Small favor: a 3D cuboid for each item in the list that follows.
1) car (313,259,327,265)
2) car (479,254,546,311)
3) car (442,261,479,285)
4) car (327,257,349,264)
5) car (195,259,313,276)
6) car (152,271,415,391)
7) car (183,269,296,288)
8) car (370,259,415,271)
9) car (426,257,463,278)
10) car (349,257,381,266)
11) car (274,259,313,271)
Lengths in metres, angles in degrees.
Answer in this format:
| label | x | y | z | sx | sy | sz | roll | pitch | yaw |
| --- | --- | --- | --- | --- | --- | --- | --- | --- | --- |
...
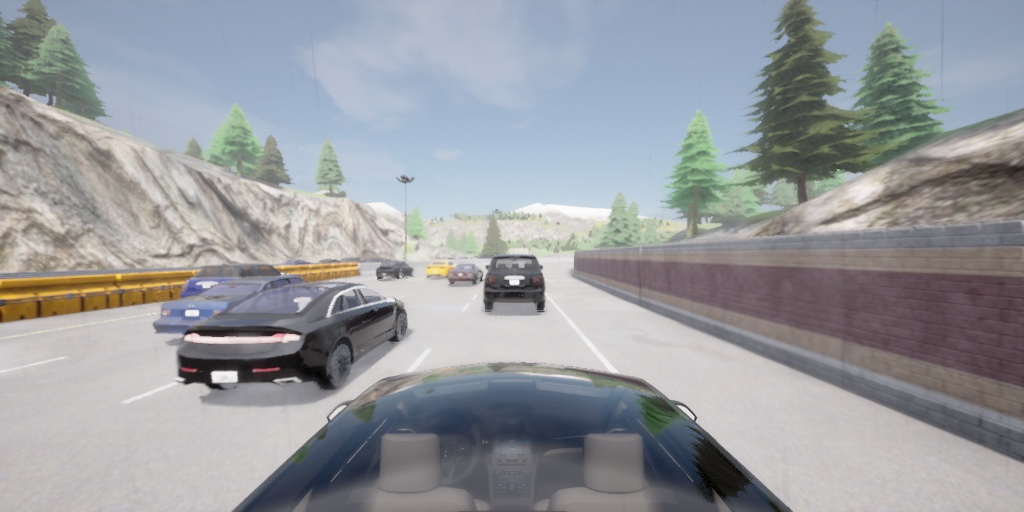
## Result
| label | x | y | z | sx | sy | sz | roll | pitch | yaw |
| --- | --- | --- | --- | --- | --- | --- | --- | --- | --- |
| car | -24.977 | 1.125 | 48.558 | 1.837 | 1.490 | 4.892 | 0 | 0 | 12 |
| car | 0.094 | 0.937 | 14.289 | 2.150 | 2.045 | 5.566 | 0 | 0 | 0 |
| car | -3.143 | 1.231 | 25.335 | 2.033 | 1.411 | 5.357 | 0 | 0 | 3 |
| car | -21.654 | 0.973 | 47.404 | 2.097 | 1.767 | 4.553 | 0 | 0 | 11 |
| car | -10.406 | 1.067 | 14.358 | 2.097 | 1.767 | 4.553 | 0 | 0 | 0 |
| car | -3.439 | 1.229 | 6.733 | 2.128 | 1.511 | 4.902 | 0 | 0 | 0 |
| car | -6.922 | 1.274 | 10.283 | 2.033 | 1.411 | 5.357 | 0 | 0 | 0 |
| car | -9.760 | 1.175 | 30.370 | 1.837 | 1.490 | 4.892 | 0 | 0 | 5 |
| car | -6.094 | 1.142 | 31.961 | 1.882 | 1.535 | 5.008 | 0 | 0 | 6 |
| car | -18.312 | 0.976 | 46.241 | 2.097 | 1.767 | 4.553 | 0 | 0 | 11 |
| car | -28.773 | 1.147 | 47.426 | 1.812 | 1.442 | 4.674 | 0 | 0 | 11 |
